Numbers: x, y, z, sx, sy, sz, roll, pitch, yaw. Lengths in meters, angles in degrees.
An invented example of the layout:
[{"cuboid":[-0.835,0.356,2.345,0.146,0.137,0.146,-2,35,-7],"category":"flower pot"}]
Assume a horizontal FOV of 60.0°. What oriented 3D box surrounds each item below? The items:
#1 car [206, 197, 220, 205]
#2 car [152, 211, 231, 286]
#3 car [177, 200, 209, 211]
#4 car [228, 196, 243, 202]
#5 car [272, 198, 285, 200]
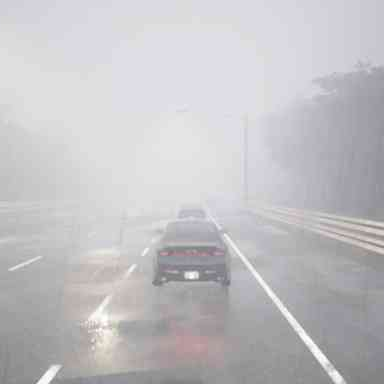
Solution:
[{"cuboid":[3.469,1.518,56.414,1.812,1.442,4.674,0,0,16],"category":"car"},{"cuboid":[-0.010,1.504,9.428,1.837,1.490,4.892,0,0,0],"category":"car"},{"cuboid":[-0.029,1.491,23.873,1.882,1.535,5.008,0,0,0],"category":"car"},{"cuboid":[9.294,1.489,71.326,1.812,1.442,4.674,0,0,28],"category":"car"},{"cuboid":[23.686,1.420,91.563,1.812,1.442,4.674,0,0,45],"category":"car"}]
